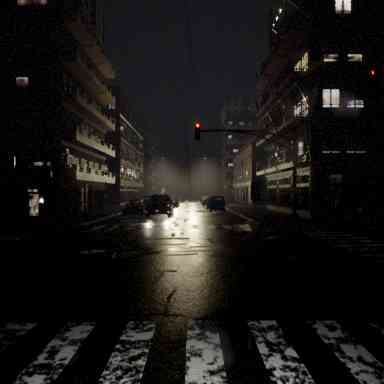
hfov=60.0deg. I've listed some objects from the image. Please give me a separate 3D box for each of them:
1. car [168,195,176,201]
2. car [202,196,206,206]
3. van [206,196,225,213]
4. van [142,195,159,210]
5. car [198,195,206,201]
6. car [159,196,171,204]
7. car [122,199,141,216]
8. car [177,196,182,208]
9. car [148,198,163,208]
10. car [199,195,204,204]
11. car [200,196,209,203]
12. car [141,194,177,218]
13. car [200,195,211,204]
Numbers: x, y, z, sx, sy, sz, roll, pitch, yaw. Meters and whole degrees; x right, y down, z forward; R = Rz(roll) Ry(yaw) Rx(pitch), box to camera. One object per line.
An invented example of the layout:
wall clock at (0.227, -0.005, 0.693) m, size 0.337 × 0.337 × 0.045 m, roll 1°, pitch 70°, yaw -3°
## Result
car at (-5.240, 1.512, 87.697) m, size 2.008 × 1.369 × 4.403 m, roll 0°, pitch 0°, yaw 0°
car at (2.697, 1.533, 43.040) m, size 1.887 × 1.381 × 4.507 m, roll 0°, pitch 0°, yaw 0°
van at (2.727, 1.331, 36.836) m, size 1.690 × 1.788 × 3.998 m, roll 0°, pitch 0°, yaw 0°
van at (-5.372, 1.329, 43.046) m, size 1.690 × 1.788 × 3.998 m, roll 0°, pitch 0°, yaw 0°
car at (2.641, 1.527, 87.691) m, size 1.947 × 1.339 × 4.313 m, roll 0°, pitch 0°, yaw 0°
car at (-5.259, 1.524, 65.371) m, size 1.887 × 1.381 × 4.507 m, roll 0°, pitch 0°, yaw 0°
car at (-5.416, 1.432, 31.882) m, size 1.967 × 1.590 × 4.097 m, roll 0°, pitch 0°, yaw 0°
car at (-2.802, 1.551, 46.041) m, size 1.994 × 1.385 × 4.181 m, roll 0°, pitch 0°, yaw 0°
car at (-5.321, 1.568, 48.627) m, size 1.802 × 1.307 × 4.206 m, roll 0°, pitch 0°, yaw 0°
car at (2.614, 1.550, 54.202) m, size 1.947 × 1.339 × 4.313 m, roll 0°, pitch 0°, yaw 0°
car at (2.627, 1.520, 70.946) m, size 1.887 × 1.381 × 4.507 m, roll 0°, pitch 0°, yaw 0°
car at (-2.824, 1.214, 30.000) m, size 2.150 × 2.045 × 5.566 m, roll 0°, pitch 0°, yaw 1°
car at (2.622, 1.419, 65.364) m, size 1.967 × 1.590 × 4.097 m, roll 0°, pitch 0°, yaw 0°
